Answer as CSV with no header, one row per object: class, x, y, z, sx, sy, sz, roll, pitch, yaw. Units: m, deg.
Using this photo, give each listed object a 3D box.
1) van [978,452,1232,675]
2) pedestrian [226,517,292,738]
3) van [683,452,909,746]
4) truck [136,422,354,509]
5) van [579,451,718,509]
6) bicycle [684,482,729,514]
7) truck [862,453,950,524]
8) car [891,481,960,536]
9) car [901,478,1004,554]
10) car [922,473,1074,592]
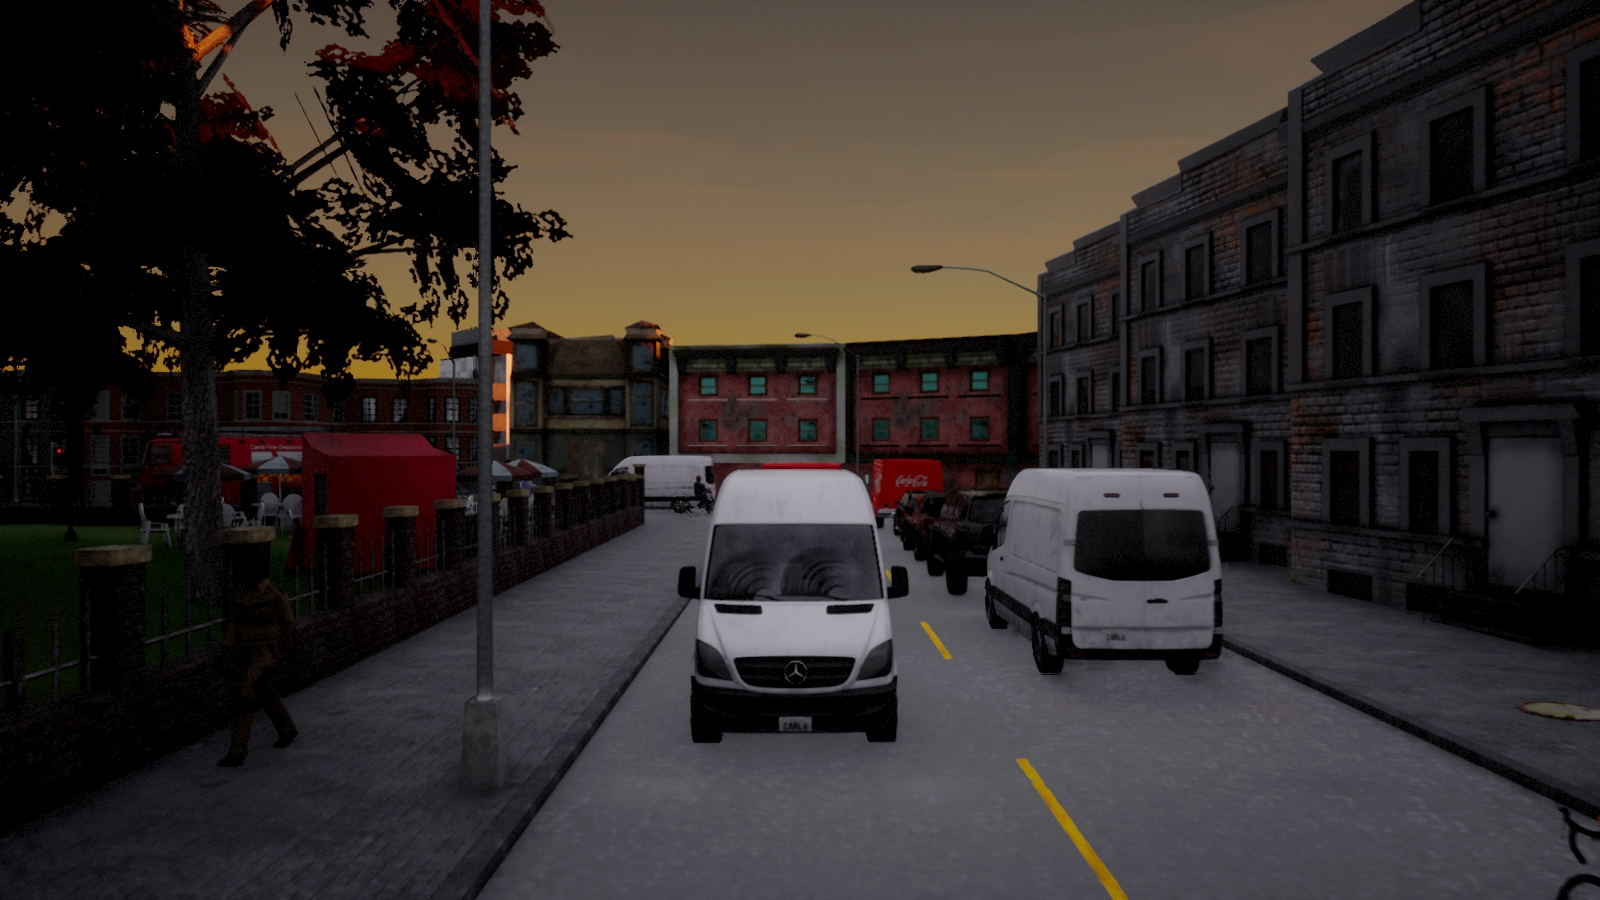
van,3.972,1.314,16.112,1.988,2.561,5.915,0,0,0
pedestrian,-4.716,1.525,9.968,0.375,1.860,0.375,0,0,11
van,-0.069,1.314,12.986,1.988,2.561,5.915,0,0,-1
truck,-24.963,0.670,51.672,8.468,3.827,2.891,0,0,-1
van,-6.813,1.315,51.554,5.915,2.561,1.988,0,0,10
bicycle,-3.816,1.941,46.500,1.835,1.271,0.329,0,3,24
truck,3.841,1.349,42.584,2.627,2.467,5.204,0,0,-2
car,3.911,1.806,36.216,1.789,1.549,3.705,0,0,0
car,3.962,1.686,30.417,2.097,1.767,4.553,0,0,0
car,3.914,1.559,23.622,2.150,2.045,5.566,0,0,0
